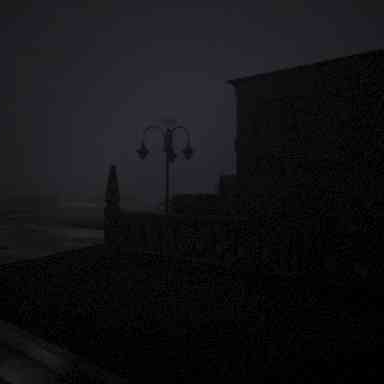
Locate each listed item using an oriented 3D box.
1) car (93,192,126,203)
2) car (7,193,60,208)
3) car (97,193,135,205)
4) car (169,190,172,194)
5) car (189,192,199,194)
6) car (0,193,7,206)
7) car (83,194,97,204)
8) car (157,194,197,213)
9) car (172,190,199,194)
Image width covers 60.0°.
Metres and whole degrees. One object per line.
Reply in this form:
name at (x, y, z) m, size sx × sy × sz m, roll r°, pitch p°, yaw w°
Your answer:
car at (-13.110, 0.838, 53.053) m, size 2.128 × 1.511 × 4.902 m, roll 1°, pitch 1°, yaw 36°
car at (-16.814, 0.945, 36.123) m, size 2.128 × 1.511 × 4.902 m, roll 1°, pitch 1°, yaw 36°
car at (-10.028, 0.934, 45.424) m, size 1.882 × 1.535 × 5.008 m, roll 1°, pitch 1°, yaw 36°
car at (-3.420, 0.626, 66.199) m, size 2.150 × 2.045 × 5.566 m, roll 1°, pitch 1°, yaw 36°
car at (1.896, 1.061, 61.627) m, size 1.895 × 1.301 × 4.718 m, roll 1°, pitch 1°, yaw 36°
car at (-19.674, 0.924, 38.141) m, size 1.812 × 1.442 × 4.674 m, roll 1°, pitch 1°, yaw 36°
car at (-13.026, 0.879, 47.250) m, size 1.882 × 1.535 × 5.008 m, roll 1°, pitch 1°, yaw 36°
car at (-1.382, 1.220, 31.517) m, size 1.812 × 1.442 × 4.674 m, roll 1°, pitch 1°, yaw 36°
car at (-0.670, 0.612, 64.030) m, size 2.150 × 2.045 × 5.566 m, roll 1°, pitch 1°, yaw 36°
